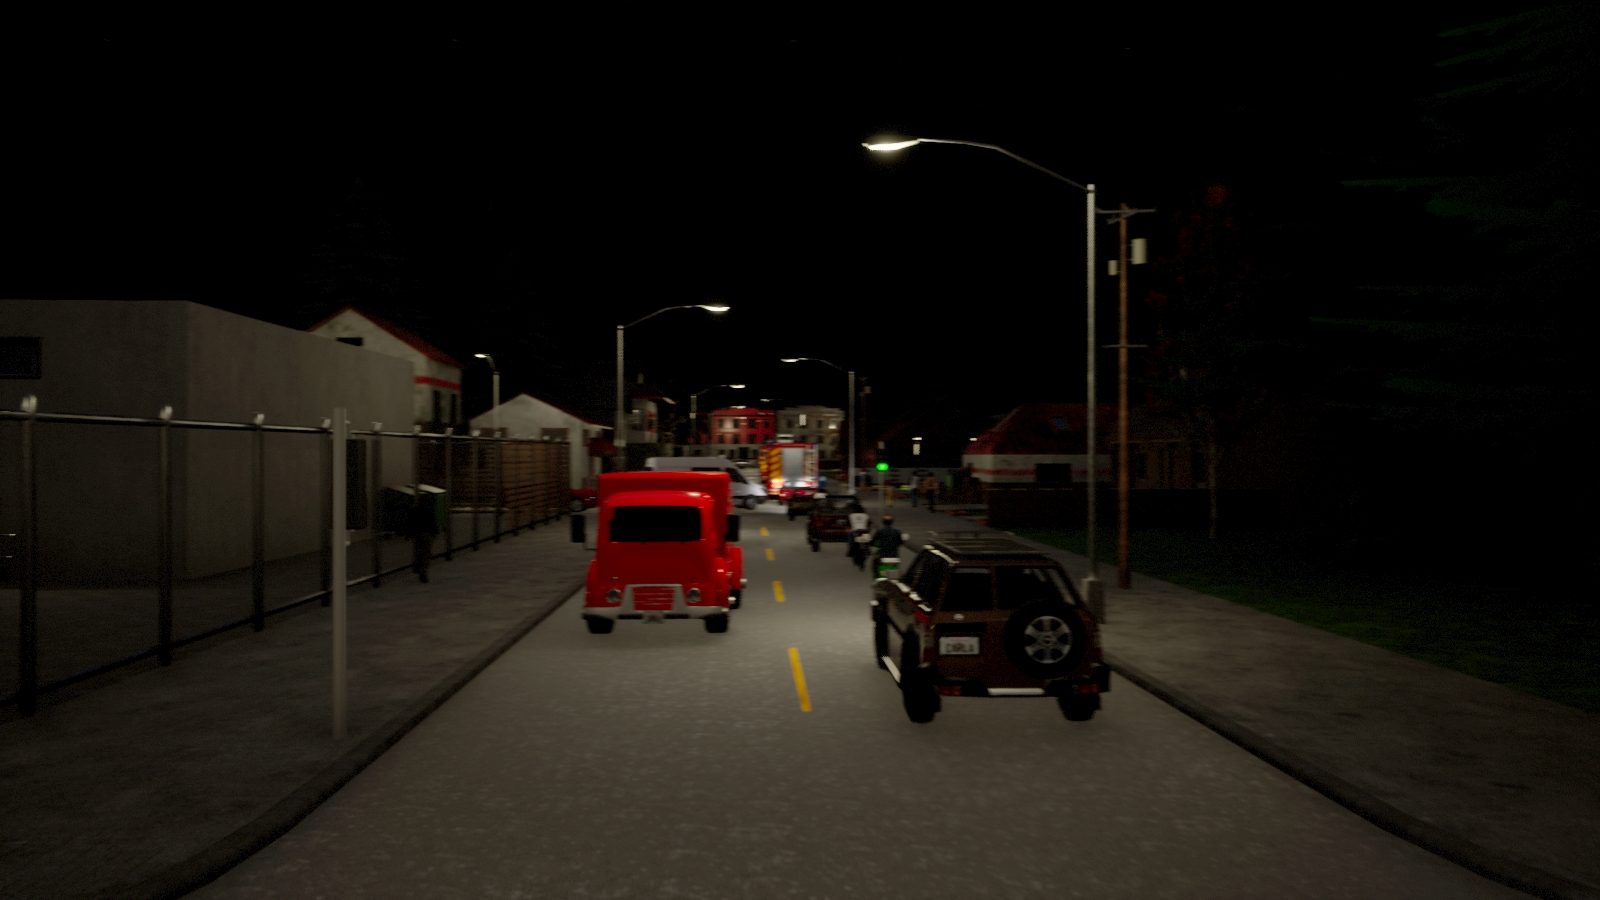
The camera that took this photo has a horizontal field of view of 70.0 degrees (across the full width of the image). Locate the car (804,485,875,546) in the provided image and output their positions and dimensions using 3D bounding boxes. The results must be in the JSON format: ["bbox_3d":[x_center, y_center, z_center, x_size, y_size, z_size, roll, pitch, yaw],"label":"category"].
[{"bbox_3d":[1.090,1.864,33.391,1.789,1.549,3.705,0,0,-3],"label":"car"}]

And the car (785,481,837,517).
[{"bbox_3d":[0.415,2.018,47.926,1.895,1.301,4.718,0,0,-3],"label":"car"}]

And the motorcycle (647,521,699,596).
[{"bbox_3d":[-2.351,2.002,21.410,0.856,1.236,1.805,0,0,-3],"label":"motorcycle"}]

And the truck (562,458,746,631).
[{"bbox_3d":[-2.240,1.384,19.152,2.627,2.467,5.204,0,0,-2],"label":"truck"}]

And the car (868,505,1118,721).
[{"bbox_3d":[1.986,1.664,13.238,1.932,1.855,4.605,0,0,-2],"label":"car"}]

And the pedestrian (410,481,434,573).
[{"bbox_3d":[-7.748,1.574,23.447,0.375,1.860,0.375,0,0,-2],"label":"pedestrian"}]

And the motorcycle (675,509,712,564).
[{"bbox_3d":[-2.518,2.044,27.199,0.803,1.145,2.033,0,0,-3],"label":"motorcycle"}]
